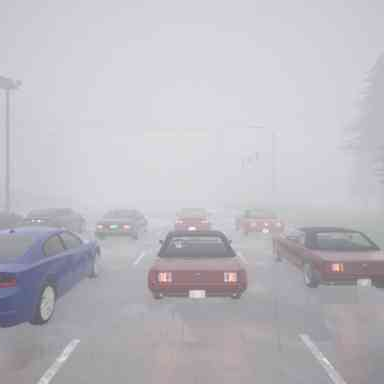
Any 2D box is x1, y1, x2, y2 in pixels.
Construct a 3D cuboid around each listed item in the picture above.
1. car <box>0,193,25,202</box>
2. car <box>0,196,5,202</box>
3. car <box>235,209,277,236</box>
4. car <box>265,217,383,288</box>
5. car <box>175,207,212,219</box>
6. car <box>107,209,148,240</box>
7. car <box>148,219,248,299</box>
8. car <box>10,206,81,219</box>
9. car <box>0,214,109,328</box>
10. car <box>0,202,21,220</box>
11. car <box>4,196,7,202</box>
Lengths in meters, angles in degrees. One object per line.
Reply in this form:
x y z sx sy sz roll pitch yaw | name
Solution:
-27.862 1.218 48.090 5.566 2.045 2.150 0 0 -1 | car
-26.641 1.546 41.112 5.357 1.411 2.033 0 0 -2 | car
3.542 1.600 18.336 1.895 1.301 4.718 0 0 -1 | car
3.592 1.600 9.168 1.895 1.301 4.718 0 0 0 | car
0.053 1.525 17.479 1.812 1.442 4.674 0 0 1 | car
-3.429 1.547 16.928 2.033 1.411 5.357 0 0 0 | car
0.091 1.601 8.376 1.895 1.301 4.718 0 0 0 | car
-6.935 1.504 16.975 1.837 1.490 4.892 0 0 0 | car
-3.407 1.477 7.118 1.882 1.535 5.008 0 0 0 | car
-10.436 1.491 16.959 2.128 1.511 4.902 0 0 0 | car
-27.519 1.561 44.586 4.181 1.385 1.994 0 0 -1 | car
